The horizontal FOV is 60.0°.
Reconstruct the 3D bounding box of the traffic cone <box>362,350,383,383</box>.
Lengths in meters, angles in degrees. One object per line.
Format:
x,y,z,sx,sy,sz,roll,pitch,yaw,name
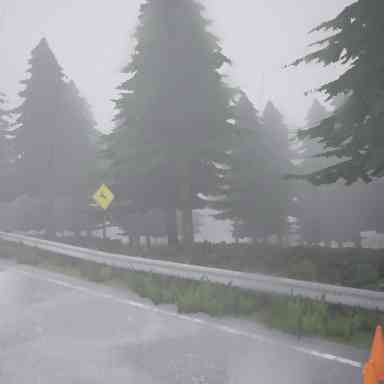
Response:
1.776,1.956,3.290,0.340,0.580,0.340,0,0,34,traffic cone

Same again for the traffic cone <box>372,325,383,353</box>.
2.323,1.956,4.124,0.340,0.580,0.340,0,0,34,traffic cone
